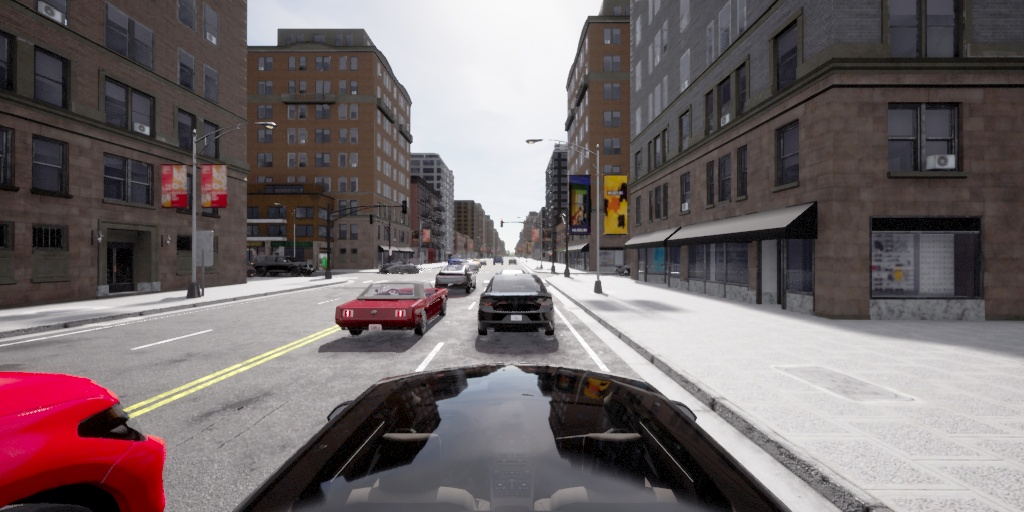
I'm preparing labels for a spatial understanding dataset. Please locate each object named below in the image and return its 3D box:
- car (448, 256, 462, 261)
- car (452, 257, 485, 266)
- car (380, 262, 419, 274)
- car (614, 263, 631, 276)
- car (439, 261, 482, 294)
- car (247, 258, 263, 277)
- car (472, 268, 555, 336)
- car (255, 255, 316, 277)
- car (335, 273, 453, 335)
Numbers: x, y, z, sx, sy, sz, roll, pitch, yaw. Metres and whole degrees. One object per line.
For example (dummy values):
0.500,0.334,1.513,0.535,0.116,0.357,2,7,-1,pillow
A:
-9.708,0.961,61.868,2.150,2.045,5.566,0,0,0,car
-5.174,1.244,41.837,2.128,1.511,4.902,-1,0,-20,car
-12.423,1.325,39.748,1.994,1.385,4.181,0,0,38,car
13.305,1.278,37.789,4.902,1.511,2.128,0,0,0,car
-3.110,1.240,20.393,2.128,1.511,4.902,0,0,0,car
-25.359,1.170,32.223,4.097,1.591,1.967,0,0,0,car
0.111,1.227,10.478,1.882,1.535,5.008,0,0,0,car
-22.125,0.963,34.740,5.566,2.045,2.150,0,0,0,car
-3.133,1.351,10.458,1.895,1.301,4.718,0,0,0,car
